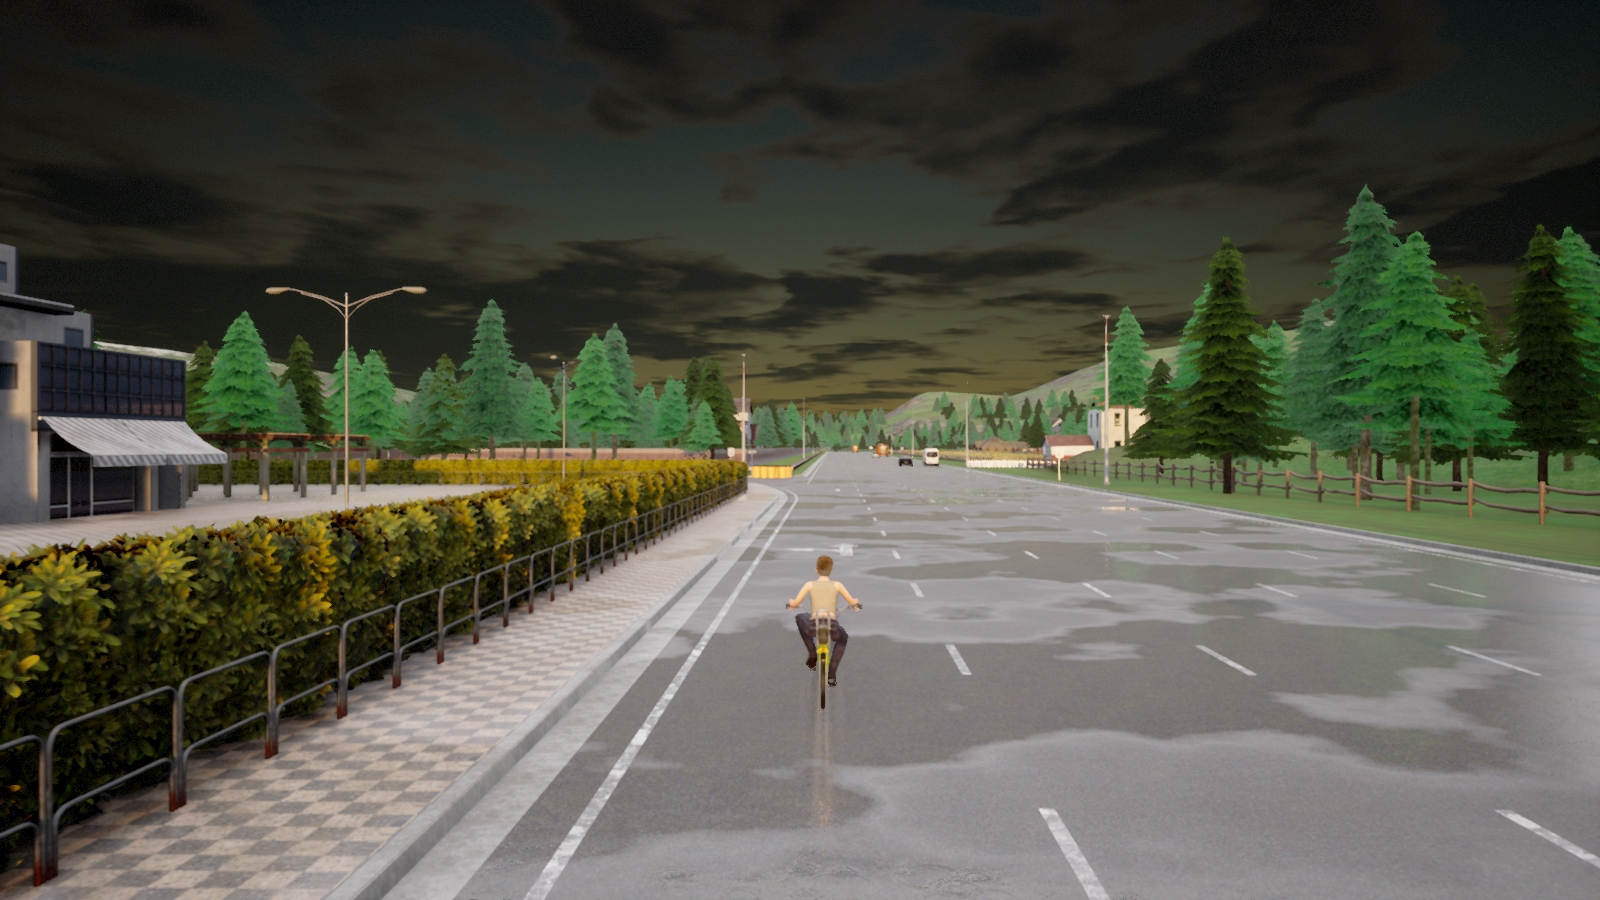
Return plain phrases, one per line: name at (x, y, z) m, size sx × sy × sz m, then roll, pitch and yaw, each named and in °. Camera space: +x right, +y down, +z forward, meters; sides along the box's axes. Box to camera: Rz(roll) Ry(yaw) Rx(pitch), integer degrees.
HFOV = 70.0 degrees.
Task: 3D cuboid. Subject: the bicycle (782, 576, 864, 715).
bicycle at (0.263, 2.117, 12.634) m, size 0.859 × 1.276 × 1.487 m, roll 0°, pitch 0°, yaw 2°
